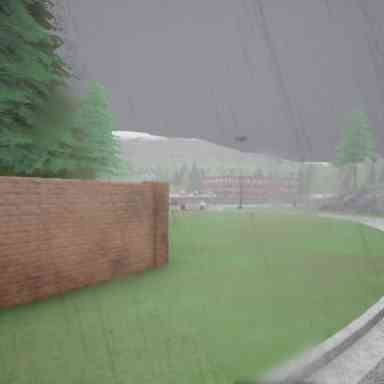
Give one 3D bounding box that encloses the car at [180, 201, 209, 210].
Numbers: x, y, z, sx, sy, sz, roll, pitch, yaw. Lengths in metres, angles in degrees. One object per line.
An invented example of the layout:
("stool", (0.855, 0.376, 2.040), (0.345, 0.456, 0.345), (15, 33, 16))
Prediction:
("car", (0.401, 2.092, 52.230), (4.674, 1.442, 1.812), (0, -1, 12))
